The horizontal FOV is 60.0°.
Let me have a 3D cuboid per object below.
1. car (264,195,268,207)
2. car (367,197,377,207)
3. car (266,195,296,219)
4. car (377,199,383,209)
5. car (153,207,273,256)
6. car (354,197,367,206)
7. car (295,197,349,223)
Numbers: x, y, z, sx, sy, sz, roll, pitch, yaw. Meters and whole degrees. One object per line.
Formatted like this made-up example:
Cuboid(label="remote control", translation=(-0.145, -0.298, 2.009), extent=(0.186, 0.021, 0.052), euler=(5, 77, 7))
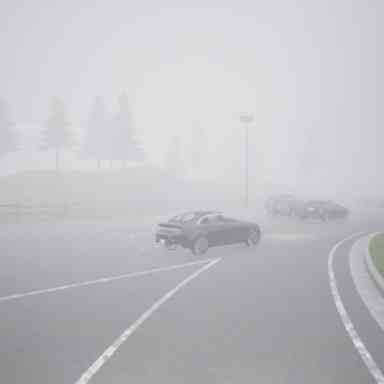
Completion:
Cuboid(label="car", translation=(9.900, 1.282, 35.087), extent=(5.566, 2.045, 2.150), euler=(0, 0, -41))
Cuboid(label="car", translation=(29.863, 1.694, 52.310), extent=(4.718, 1.301, 1.895), euler=(0, 0, -41))
Cuboid(label="car", translation=(9.070, 1.404, 29.746), extent=(4.553, 1.767, 2.097), euler=(0, 0, -41))
Cuboid(label="car", translation=(27.656, 1.608, 45.783), extent=(4.674, 1.442, 1.812), euler=(0, 0, -41))
Cuboid(label="car", translation=(0.778, 1.514, 13.344), extent=(4.902, 1.511, 2.128), euler=(0, 0, -41))
Cuboid(label="car", translation=(29.401, 1.590, 56.538), extent=(4.902, 1.511, 2.128), euler=(0, 0, -41))
Cuboid(label="car", translation=(10.551, 1.399, 26.405), extent=(4.553, 1.767, 2.097), euler=(0, 0, -40))
